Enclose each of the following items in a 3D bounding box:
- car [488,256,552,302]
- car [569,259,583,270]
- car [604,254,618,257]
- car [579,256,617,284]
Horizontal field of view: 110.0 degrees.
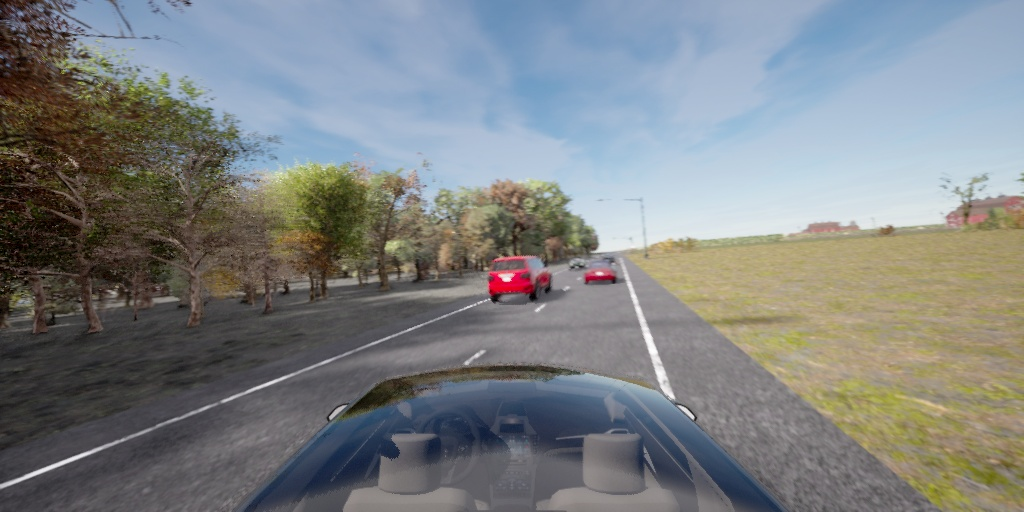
[{"bbox_3d":[0.541,1.044,17.995,2.150,2.045,5.566,-5,0,16],"label":"car"},{"bbox_3d":[8.073,0.976,43.451,1.895,1.301,4.718,-5,0,16],"label":"car"},{"bbox_3d":[13.107,0.493,48.223,1.837,1.490,4.892,-5,0,16],"label":"car"},{"bbox_3d":[5.835,0.985,23.525,1.994,1.385,4.181,-5,0,16],"label":"car"}]
